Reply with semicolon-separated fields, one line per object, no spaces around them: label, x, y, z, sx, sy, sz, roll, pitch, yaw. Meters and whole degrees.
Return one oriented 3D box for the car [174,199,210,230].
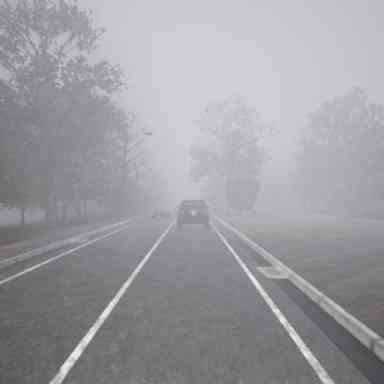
car;0.097;1.555;24.007;2.150;2.045;5.566;0;-1;0

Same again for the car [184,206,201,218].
car;0.095;2.416;41.445;1.994;1.385;4.181;0;-2;0

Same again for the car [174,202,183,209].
car;-3.078;3.176;77.535;1.837;1.490;4.892;0;-1;1

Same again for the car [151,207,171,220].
car;-3.352;2.280;36.156;1.895;1.301;4.718;0;-2;0
